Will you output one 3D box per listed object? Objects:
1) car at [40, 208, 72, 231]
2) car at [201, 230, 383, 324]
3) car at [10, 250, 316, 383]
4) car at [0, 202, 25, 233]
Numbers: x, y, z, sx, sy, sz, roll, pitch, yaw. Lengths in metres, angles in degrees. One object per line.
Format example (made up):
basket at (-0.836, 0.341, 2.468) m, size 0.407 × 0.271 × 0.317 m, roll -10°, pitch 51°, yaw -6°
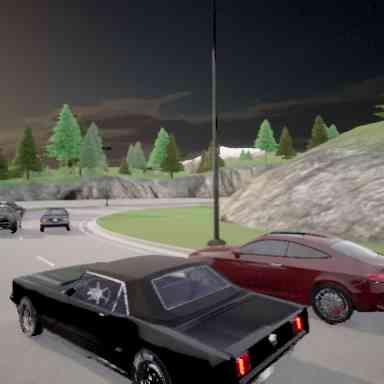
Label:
car at (-9.356, 1.825, 22.957) m, size 2.033 × 1.411 × 5.357 m, roll 0°, pitch -1°, yaw -20°
car at (1.944, 1.567, 7.206) m, size 4.674 × 1.442 × 1.812 m, roll -1°, pitch -1°, yaw 39°
car at (-0.889, 1.650, 4.988) m, size 4.718 × 1.301 × 1.895 m, roll -1°, pitch -1°, yaw 40°
car at (-12.368, 1.646, 21.595) m, size 2.097 × 1.767 × 4.553 m, roll 0°, pitch -1°, yaw -23°
